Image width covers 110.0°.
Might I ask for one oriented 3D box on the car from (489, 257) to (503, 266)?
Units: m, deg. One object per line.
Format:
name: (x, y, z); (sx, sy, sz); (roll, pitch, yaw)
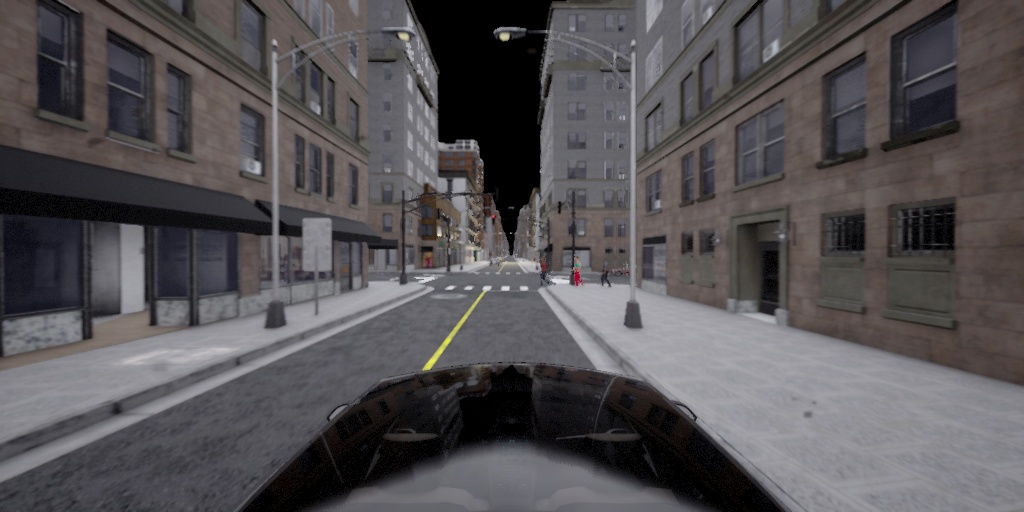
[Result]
car: (-3.106, 1.087, 64.692); (2.128, 1.511, 4.902); (0, 0, 0)

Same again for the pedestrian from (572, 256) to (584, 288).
pedestrian: (3.711, 0.861, 20.274); (0.375, 1.860, 0.375); (0, 0, 0)

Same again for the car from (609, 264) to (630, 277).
car: (11.606, 1.384, 35.081); (4.207, 1.307, 1.802); (0, 0, 0)

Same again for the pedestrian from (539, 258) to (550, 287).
pedestrian: (1.945, 0.911, 21.472); (0.375, 1.860, 0.375); (0, 0, 0)

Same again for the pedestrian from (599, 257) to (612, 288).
pedestrian: (5.426, 0.892, 20.877); (0.375, 1.860, 0.375); (0, 0, 0)
